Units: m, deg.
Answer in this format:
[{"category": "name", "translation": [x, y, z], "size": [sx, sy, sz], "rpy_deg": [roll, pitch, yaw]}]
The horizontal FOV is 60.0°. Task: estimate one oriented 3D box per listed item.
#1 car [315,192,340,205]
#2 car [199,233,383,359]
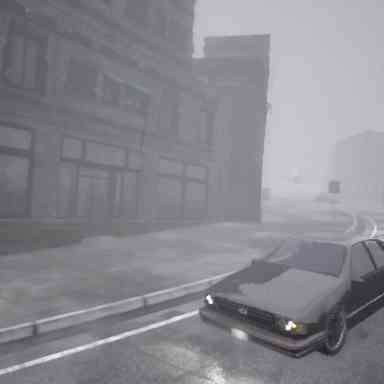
[{"category": "car", "translation": [18.008, 0.791, 44.377], "size": [1.837, 1.490, 4.892], "rpy_deg": [4, 2, -1]}, {"category": "car", "translation": [2.598, 1.539, 6.349], "size": [5.357, 1.411, 2.033], "rpy_deg": [-1, 0, -43]}]
